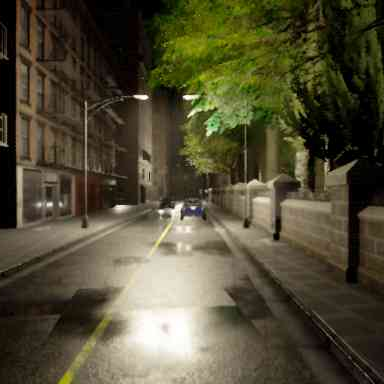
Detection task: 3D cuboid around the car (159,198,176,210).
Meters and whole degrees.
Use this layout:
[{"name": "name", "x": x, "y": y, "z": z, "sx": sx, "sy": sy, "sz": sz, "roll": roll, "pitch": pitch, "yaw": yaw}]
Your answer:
[{"name": "car", "x": -3.091, "y": 1.490, "z": 42.513, "sx": 1.837, "sy": 1.490, "sz": 4.892, "roll": 0, "pitch": 0, "yaw": 0}]

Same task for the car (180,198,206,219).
[{"name": "car", "x": 0.096, "y": 1.344, "z": 28.709, "sx": 2.097, "sy": 1.767, "sz": 4.553, "roll": 0, "pitch": 0, "yaw": 0}]

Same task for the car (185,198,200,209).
[{"name": "car", "x": 0.093, "y": 1.548, "z": 46.170, "sx": 1.994, "sy": 1.385, "sz": 4.181, "roll": 0, "pitch": 0, "yaw": 0}]
